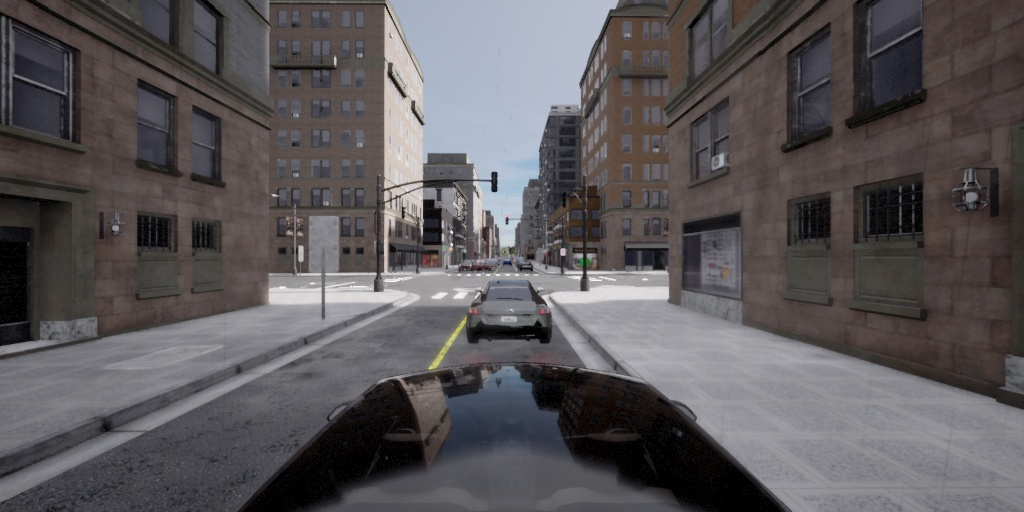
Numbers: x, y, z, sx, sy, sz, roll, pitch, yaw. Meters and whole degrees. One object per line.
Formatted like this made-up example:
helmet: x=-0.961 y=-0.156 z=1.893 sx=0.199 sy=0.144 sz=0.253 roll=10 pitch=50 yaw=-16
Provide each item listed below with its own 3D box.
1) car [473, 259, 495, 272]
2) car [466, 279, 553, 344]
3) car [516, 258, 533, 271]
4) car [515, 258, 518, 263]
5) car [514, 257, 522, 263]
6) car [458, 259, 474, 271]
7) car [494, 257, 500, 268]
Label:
car: x=-3.570 y=1.387 z=46.744 sx=1.895 sy=1.301 sz=4.718 roll=0 pitch=0 yaw=0
car: x=-0.070 y=1.314 z=9.636 sx=1.994 sy=1.385 sz=4.181 roll=0 pitch=0 yaw=0
car: x=1.899 y=1.356 z=48.708 sx=1.948 sy=1.339 sz=4.313 roll=0 pitch=0 yaw=0
car: x=1.809 y=1.391 z=59.730 sx=1.802 sy=1.307 sz=4.207 roll=0 pitch=0 yaw=0
car: x=1.764 y=1.386 z=65.240 sx=1.948 sy=1.339 sz=4.313 roll=0 pitch=0 yaw=0
car: x=-6.125 y=1.229 z=48.643 sx=1.967 sy=1.591 sz=4.097 roll=0 pitch=0 yaw=0
car: x=-3.669 y=1.378 z=62.075 sx=1.994 sy=1.385 sz=4.181 roll=0 pitch=0 yaw=0
